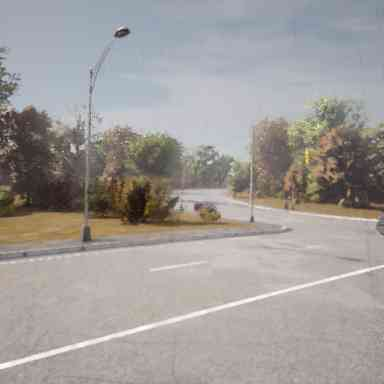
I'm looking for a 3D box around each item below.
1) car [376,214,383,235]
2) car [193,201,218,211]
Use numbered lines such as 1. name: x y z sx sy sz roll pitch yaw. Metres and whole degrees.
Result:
1. car: 12.707 1.623 18.118 2.097 1.767 4.553 2 -1 -32
2. car: 1.691 1.768 41.268 1.994 1.385 4.181 2 1 -20
